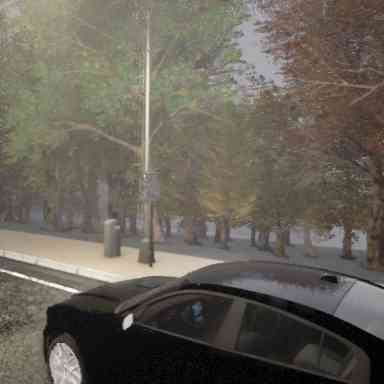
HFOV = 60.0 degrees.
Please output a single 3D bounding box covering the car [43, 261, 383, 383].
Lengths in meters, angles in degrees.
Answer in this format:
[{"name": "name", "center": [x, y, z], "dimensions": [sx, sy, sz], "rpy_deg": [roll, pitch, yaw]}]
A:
[{"name": "car", "center": [0.503, 1.471, 3.326], "dimensions": [5.008, 1.535, 1.882], "rpy_deg": [0, 0, 36]}]
